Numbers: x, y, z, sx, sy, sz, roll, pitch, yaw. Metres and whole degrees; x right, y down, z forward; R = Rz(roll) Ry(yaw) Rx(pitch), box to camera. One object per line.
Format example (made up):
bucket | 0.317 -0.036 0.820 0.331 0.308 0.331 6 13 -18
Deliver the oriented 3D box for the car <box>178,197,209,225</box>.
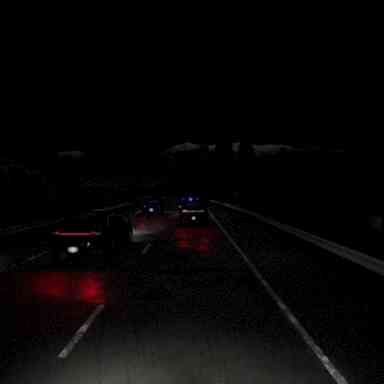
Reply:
car | 0.099 1.337 22.295 2.128 1.511 4.902 0 1 0

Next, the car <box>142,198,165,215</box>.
car | -3.444 1.314 30.258 1.812 1.442 4.674 0 0 -1

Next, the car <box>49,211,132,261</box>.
car | -3.400 1.408 11.917 2.128 1.511 4.902 0 0 0

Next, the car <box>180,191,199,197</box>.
car | -0.294 0.937 41.108 2.150 2.045 5.566 0 1 -3
